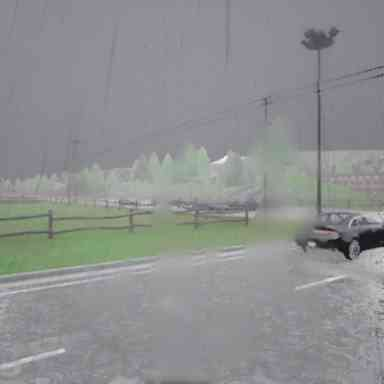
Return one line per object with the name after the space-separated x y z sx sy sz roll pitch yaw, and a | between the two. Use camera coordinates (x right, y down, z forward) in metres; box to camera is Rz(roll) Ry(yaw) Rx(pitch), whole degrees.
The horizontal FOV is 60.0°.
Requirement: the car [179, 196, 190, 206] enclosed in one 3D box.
-1.325 1.388 53.855 2.097 1.767 4.553 0 0 -36 | car

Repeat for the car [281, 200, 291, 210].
10.661 1.531 43.362 2.128 1.511 4.902 0 0 -36 | car

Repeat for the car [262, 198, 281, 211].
7.935 1.584 41.155 2.033 1.411 5.357 0 0 -36 | car

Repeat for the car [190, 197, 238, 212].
2.323 1.516 36.972 2.128 1.511 4.902 0 0 -36 | car

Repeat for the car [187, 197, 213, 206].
1.232 1.546 56.301 1.837 1.490 4.892 0 0 -36 | car

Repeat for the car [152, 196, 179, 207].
-4.539 1.536 52.320 1.837 1.490 4.892 0 0 -36 | car

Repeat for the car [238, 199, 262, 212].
5.393 1.633 38.701 1.895 1.301 4.718 0 0 -36 | car

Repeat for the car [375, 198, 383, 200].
47.980 1.589 80.611 2.033 1.411 5.357 0 0 -18 | car

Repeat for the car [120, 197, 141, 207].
-9.921 1.505 53.771 1.882 1.535 5.008 0 0 -36 | car

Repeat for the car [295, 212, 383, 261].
5.873 1.507 12.419 4.902 1.511 2.128 0 0 -37 | car
